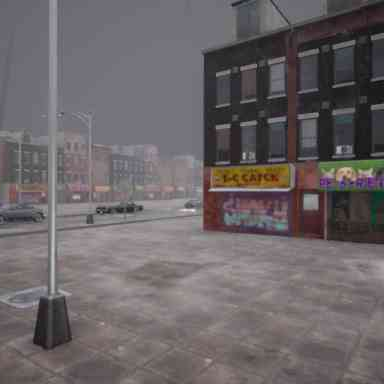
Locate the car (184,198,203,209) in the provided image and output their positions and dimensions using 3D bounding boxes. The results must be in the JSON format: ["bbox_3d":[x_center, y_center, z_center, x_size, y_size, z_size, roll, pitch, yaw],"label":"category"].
[{"bbox_3d":[0.787,1.431,42.353,1.994,1.385,4.181,0,0,35],"label":"car"}]

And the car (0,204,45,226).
[{"bbox_3d":[-12.622,1.515,23.386,1.994,1.385,4.181,0,0,36],"label":"car"}]

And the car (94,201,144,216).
[{"bbox_3d":[-6.862,1.515,31.543,1.895,1.301,4.718,0,0,35],"label":"car"}]
